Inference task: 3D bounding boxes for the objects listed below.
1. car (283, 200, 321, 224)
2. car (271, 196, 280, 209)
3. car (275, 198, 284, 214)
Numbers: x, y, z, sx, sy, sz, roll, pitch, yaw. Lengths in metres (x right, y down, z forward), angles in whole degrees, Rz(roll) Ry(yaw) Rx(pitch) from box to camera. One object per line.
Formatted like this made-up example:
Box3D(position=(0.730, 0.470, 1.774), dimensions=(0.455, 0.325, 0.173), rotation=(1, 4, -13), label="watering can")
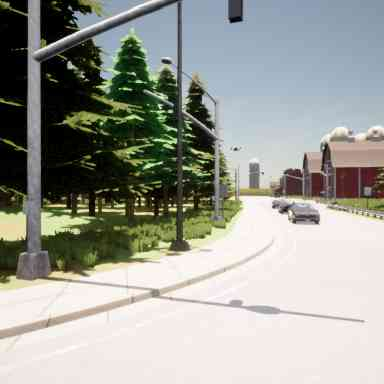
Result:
Box3D(position=(8.389, 1.547, 25.308), dimensions=(2.033, 1.411, 5.357), rotation=(0, 0, 10), label="car")
Box3D(position=(11.786, 1.564, 44.727), dimensions=(1.994, 1.385, 4.181), rotation=(0, 0, 9), label="car")
Box3D(position=(10.139, 1.601, 34.935), dimensions=(1.895, 1.301, 4.718), rotation=(0, 0, 10), label="car")
